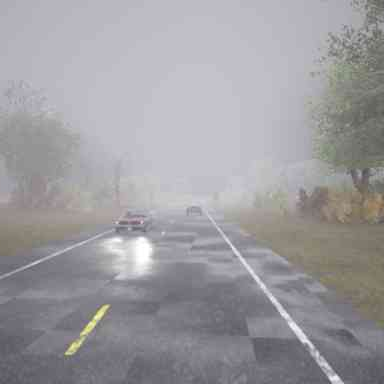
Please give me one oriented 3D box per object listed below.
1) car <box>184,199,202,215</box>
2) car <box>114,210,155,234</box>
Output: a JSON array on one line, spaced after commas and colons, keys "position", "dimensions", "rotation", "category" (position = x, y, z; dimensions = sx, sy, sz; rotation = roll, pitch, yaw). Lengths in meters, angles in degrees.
[{"position": [0.278, 1.987, 40.756], "dimensions": [1.812, 1.442, 4.674], "rotation": [0, -1, 0], "category": "car"}, {"position": [-3.585, 1.843, 21.289], "dimensions": [1.895, 1.301, 4.718], "rotation": [0, -1, 0], "category": "car"}]
